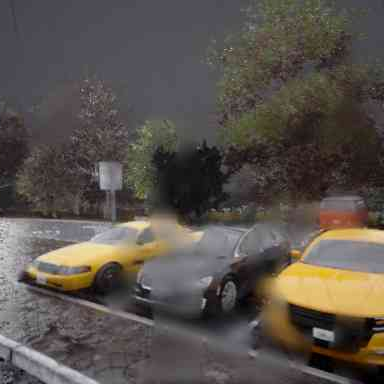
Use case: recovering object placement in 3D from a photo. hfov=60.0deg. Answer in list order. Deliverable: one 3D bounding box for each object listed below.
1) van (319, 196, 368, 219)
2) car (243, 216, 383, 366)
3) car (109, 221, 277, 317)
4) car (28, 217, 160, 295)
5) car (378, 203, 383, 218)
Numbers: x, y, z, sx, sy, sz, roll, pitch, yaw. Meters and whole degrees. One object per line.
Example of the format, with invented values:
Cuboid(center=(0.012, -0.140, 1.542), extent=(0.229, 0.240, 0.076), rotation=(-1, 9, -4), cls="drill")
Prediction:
Cuboid(center=(8.470, 1.247, 18.419), extent=(1.878, 1.987, 4.442), rotation=(0, 0, 35), cls="van")
Cuboid(center=(3.046, 1.468, 6.102), extent=(2.097, 1.535, 5.008), rotation=(0, 0, 35), cls="car")
Cuboid(center=(0.780, 1.474, 7.700), extent=(2.231, 1.521, 4.892), rotation=(0, 0, 35), cls="car")
Cuboid(center=(-1.592, 1.484, 9.140), extent=(1.946, 1.575, 5.366), rotation=(0, 0, 35), cls="car")
Cuboid(center=(10.782, 1.214, 16.678), extent=(2.435, 2.045, 5.566), rotation=(0, 0, 35), cls="car")
